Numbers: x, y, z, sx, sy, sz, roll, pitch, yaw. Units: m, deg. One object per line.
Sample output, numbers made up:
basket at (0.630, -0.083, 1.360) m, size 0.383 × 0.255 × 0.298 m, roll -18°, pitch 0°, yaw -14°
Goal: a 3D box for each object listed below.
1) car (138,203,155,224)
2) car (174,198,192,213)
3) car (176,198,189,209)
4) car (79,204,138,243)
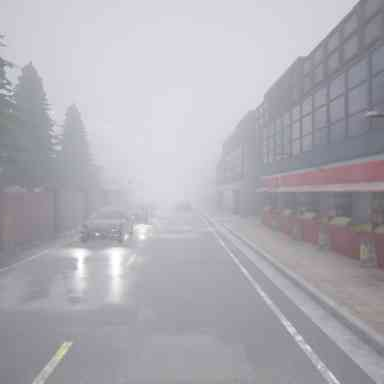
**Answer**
car at (-4.235, 1.637, 25.448) m, size 1.994 × 1.385 × 4.181 m, roll 0°, pitch 0°, yaw -2°
car at (-1.024, 1.601, 38.322) m, size 2.128 × 1.511 × 4.902 m, roll 0°, pitch 0°, yaw -2°
car at (-1.349, 1.616, 48.282) m, size 1.882 × 1.535 × 5.008 m, roll 0°, pitch 0°, yaw -1°
car at (-4.042, 1.553, 16.392) m, size 1.837 × 1.490 × 4.892 m, roll 0°, pitch 0°, yaw -2°
